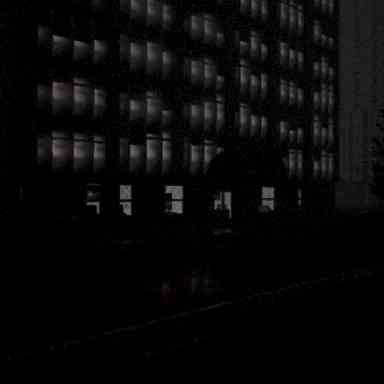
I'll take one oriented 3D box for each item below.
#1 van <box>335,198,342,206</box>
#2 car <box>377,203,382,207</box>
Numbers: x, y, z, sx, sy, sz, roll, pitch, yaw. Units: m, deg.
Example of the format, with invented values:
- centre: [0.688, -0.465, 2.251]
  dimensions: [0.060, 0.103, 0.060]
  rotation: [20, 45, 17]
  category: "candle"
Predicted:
- centre: [27.298, 1.973, 64.885]
  dimensions: [1.690, 1.788, 3.998]
  rotation: [-1, -1, -22]
  category: "van"
- centre: [37.181, 2.127, 62.815]
  dimensions: [1.947, 1.339, 4.313]
  rotation: [-1, -1, -22]
  category: "car"
